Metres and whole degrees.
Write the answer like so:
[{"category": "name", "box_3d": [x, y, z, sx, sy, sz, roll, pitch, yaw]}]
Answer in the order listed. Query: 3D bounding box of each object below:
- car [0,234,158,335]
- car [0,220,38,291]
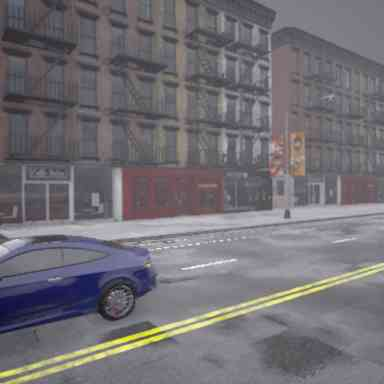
[{"category": "car", "box_3d": [-2.820, 1.512, 5.664, 4.674, 1.442, 1.812, -1, 1, -35]}, {"category": "car", "box_3d": [-6.106, 1.537, 7.312, 4.674, 1.442, 1.812, -1, 1, -35]}]
